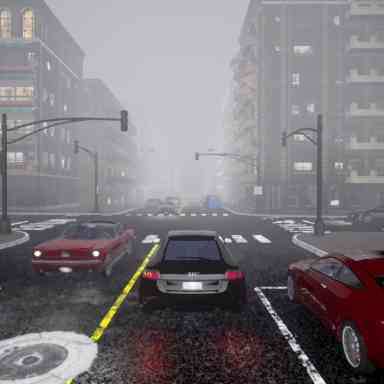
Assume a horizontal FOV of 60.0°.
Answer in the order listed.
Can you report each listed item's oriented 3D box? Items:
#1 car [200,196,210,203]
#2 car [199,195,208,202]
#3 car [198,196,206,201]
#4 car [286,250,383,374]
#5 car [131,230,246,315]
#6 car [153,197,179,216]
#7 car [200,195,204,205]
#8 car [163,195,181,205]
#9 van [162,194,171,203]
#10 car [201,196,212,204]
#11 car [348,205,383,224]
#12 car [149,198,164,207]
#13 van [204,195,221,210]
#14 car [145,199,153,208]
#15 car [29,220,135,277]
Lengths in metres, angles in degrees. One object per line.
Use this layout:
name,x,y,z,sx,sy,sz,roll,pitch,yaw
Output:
car,2.741,1.662,70.808,1.887,1.381,4.507,-1,0,0
car,2.797,1.598,81.850,1.967,1.590,4.097,-1,0,0
car,2.831,1.769,92.895,1.947,1.339,4.313,-1,0,0
car,2.797,1.582,5.326,1.802,1.307,4.206,0,0,0
car,0.009,1.564,7.666,1.994,1.385,4.181,0,0,0
car,-2.702,1.573,33.704,2.033,1.411,5.357,0,0,-6
car,2.762,1.367,48.725,2.192,1.841,5.009,-1,0,0
car,-3.056,1.403,48.005,2.097,1.767,4.553,0,0,0
van,-5.781,1.478,76.397,1.690,1.788,3.998,-1,0,0
car,2.735,1.539,65.287,1.967,1.590,4.097,-1,0,0
car,14.628,1.727,26.239,4.181,1.385,1.994,1,0,0
car,-5.796,1.632,54.304,1.947,1.339,4.313,-1,0,0
van,2.847,1.382,43.228,1.690,1.788,3.998,-1,0,0
car,-5.801,1.634,48.782,1.802,1.307,4.206,-1,0,0
car,-3.091,1.602,10.355,1.895,1.301,4.718,0,0,0
